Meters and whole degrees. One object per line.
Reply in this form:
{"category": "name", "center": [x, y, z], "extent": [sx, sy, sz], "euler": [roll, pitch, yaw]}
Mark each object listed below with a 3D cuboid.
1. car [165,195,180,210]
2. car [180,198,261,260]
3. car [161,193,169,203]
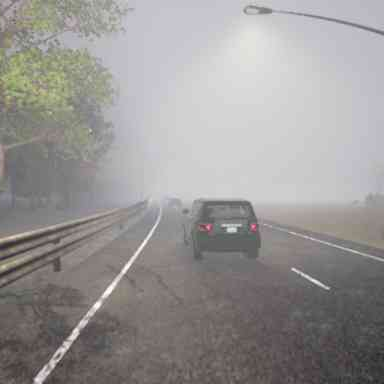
{"category": "car", "center": [-2.179, 1.500, 42.405], "extent": [1.837, 1.490, 4.892], "euler": [0, 0, -6]}
{"category": "car", "center": [0.914, 1.226, 12.616], "extent": [2.150, 2.045, 5.566], "euler": [0, 0, -6]}
{"category": "car", "center": [-5.027, 1.487, 69.902], "extent": [1.837, 1.490, 4.892], "euler": [0, 0, -6]}
